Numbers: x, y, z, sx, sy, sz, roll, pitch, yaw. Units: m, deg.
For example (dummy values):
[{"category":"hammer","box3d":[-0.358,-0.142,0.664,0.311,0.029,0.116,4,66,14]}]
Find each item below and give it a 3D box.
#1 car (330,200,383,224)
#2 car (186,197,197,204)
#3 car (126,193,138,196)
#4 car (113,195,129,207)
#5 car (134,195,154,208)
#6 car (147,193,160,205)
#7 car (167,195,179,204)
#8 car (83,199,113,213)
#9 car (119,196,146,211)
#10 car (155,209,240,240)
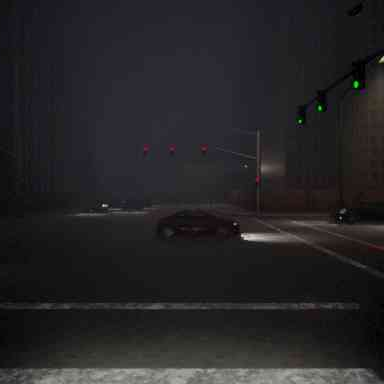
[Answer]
[{"category":"car","box3d":[12.368,1.352,23.875,4.553,1.767,2.097,0,0,0]},{"category":"car","box3d":[-0.124,1.564,64.935,1.994,1.385,4.181,0,0,0]},{"category":"car","box3d":[-10.669,1.221,58.307,2.150,2.045,5.566,0,0,0]},{"category":"car","box3d":[-10.687,1.547,47.617,2.033,1.411,5.357,0,0,0]},{"category":"car","box3d":[-7.185,1.525,49.629,1.812,1.442,4.674,0,0,0]},{"category":"car","box3d":[-7.158,1.221,60.156,2.150,2.045,5.566,0,0,1]},{"category":"car","box3d":[-3.624,1.352,64.898,2.097,1.767,4.553,0,0,0]},{"category":"car","box3d":[-10.707,1.547,37.542,2.033,1.411,5.357,0,0,-3]},{"category":"car","box3d":[-7.156,1.526,40.535,1.812,1.442,4.674,0,0,-1]},{"category":"car","box3d":[0.263,1.564,16.570,4.181,1.385,1.994,0,0,-1]}]
